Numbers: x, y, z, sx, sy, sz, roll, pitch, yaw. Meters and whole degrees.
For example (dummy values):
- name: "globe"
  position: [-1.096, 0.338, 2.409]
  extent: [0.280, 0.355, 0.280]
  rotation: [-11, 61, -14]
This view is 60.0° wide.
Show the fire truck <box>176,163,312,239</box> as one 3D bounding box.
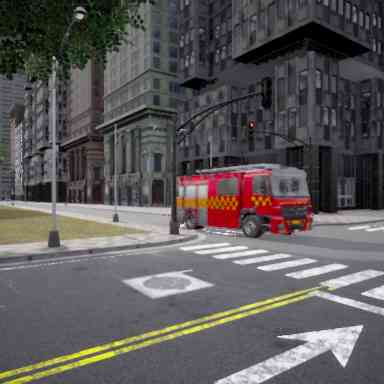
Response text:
- name: "fire truck"
  position: [2.440, 0.430, 19.105]
  extent: [2.891, 3.827, 8.468]
  rotation: [0, -1, -36]
